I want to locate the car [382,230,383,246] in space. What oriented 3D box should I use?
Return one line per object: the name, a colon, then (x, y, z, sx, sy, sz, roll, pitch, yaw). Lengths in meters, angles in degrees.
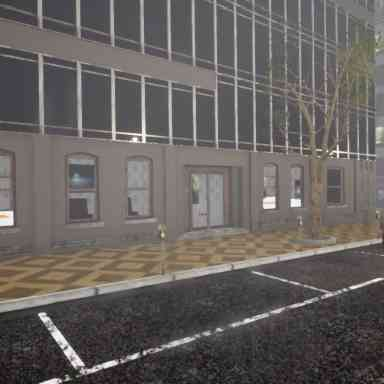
car: (9.345, 1.436, 13.264, 4.097, 1.590, 1.967, 0, -1, -36)
